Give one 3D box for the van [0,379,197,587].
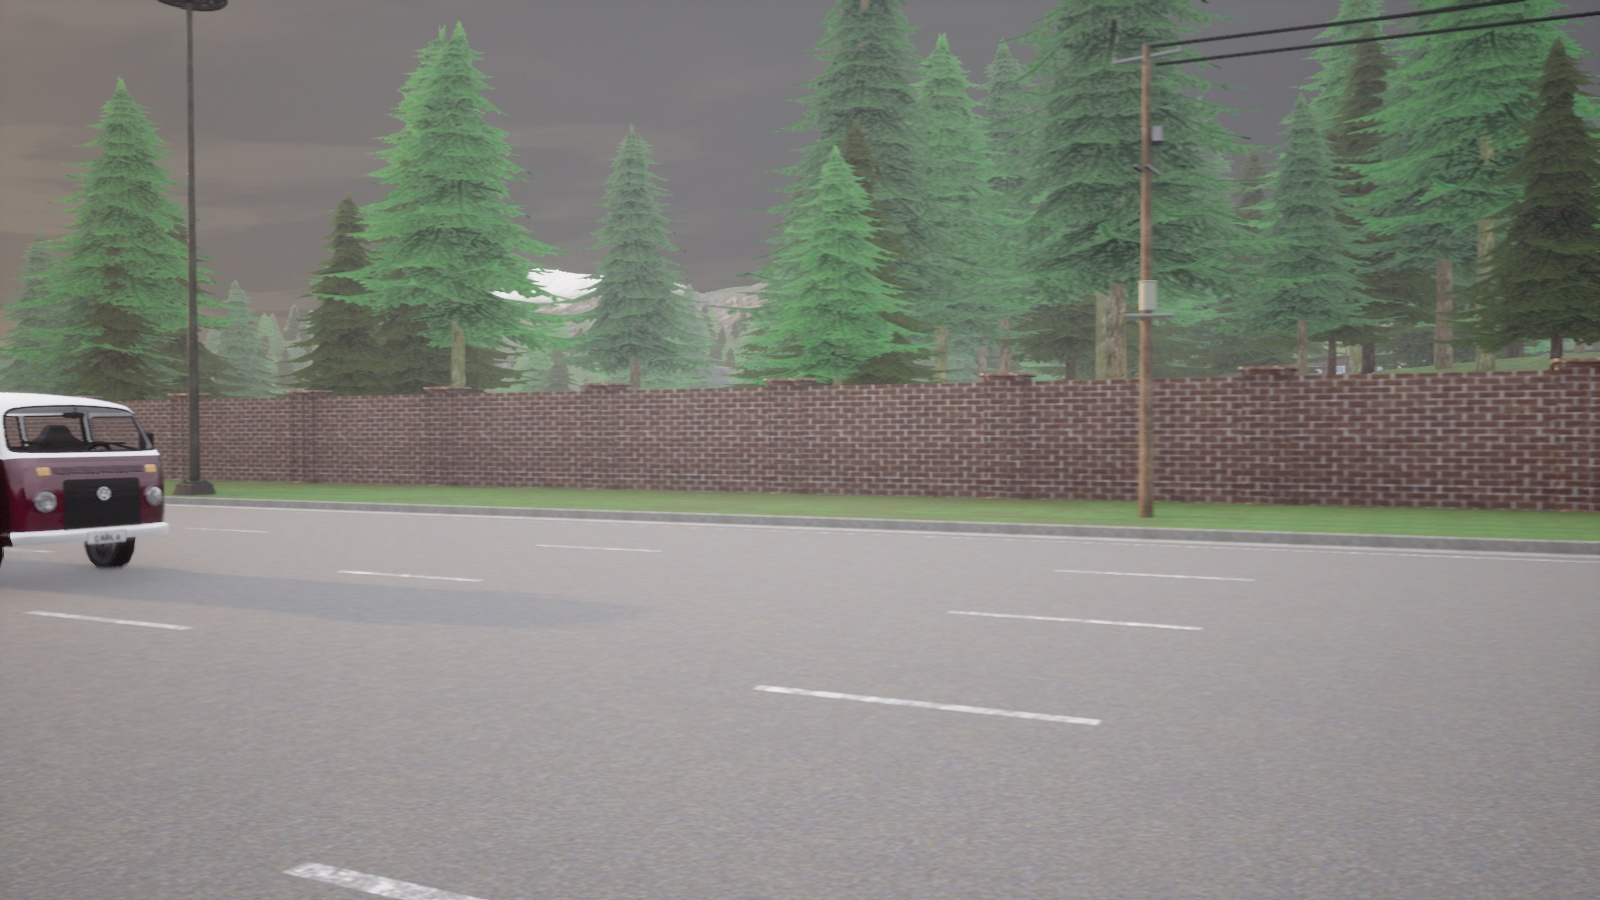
[{"bbox_3d":[-9.252,0.286,14.227,4.480,2.038,2.069,1,1,27],"label":"van"}]
